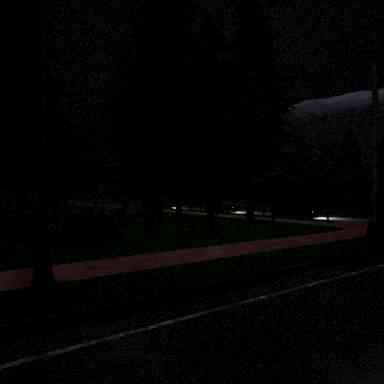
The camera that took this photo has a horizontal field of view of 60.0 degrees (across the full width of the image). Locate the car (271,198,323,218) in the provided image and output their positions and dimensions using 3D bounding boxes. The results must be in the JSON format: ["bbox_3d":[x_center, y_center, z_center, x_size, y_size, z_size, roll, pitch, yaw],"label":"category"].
[{"bbox_3d":[9.304,1.549,30.538,1.994,1.385,4.181,0,0,-37],"label":"car"}]

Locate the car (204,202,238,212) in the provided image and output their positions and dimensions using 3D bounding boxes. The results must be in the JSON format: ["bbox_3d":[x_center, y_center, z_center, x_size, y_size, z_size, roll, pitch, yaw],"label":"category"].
[{"bbox_3d":[3.343,1.549,38.531,1.994,1.385,4.181,0,0,-37],"label":"car"}]

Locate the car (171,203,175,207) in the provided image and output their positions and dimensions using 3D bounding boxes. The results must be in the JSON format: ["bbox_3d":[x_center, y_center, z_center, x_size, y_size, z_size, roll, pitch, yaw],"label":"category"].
[{"bbox_3d":[-4.282,1.549,48.663,1.994,1.385,4.181,0,0,-38],"label":"car"}]

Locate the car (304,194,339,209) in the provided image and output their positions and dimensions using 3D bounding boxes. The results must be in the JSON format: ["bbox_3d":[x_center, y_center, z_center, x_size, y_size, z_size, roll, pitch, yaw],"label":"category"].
[{"bbox_3d":[16.743,1.159,42.216,4.605,1.855,1.932,0,0,-37],"label":"car"}]

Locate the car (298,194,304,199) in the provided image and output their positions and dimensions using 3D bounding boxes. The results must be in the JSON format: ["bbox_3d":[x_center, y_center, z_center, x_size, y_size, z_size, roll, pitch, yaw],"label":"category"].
[{"bbox_3d":[14.926,1.161,43.997,3.866,1.878,1.905,0,0,-37],"label":"car"}]
